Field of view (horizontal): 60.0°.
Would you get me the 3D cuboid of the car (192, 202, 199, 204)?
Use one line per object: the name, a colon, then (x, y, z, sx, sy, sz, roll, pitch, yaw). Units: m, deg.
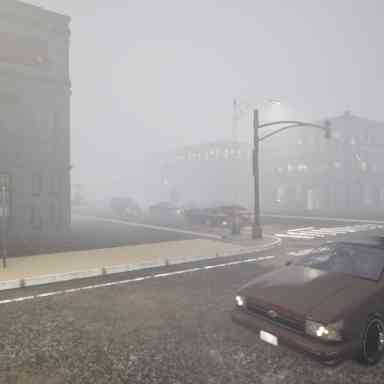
car: (2.557, 1.745, 32.780, 2.128, 1.511, 4.902, -1, 0, -35)

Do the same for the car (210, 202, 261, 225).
car: (3.314, 1.745, 26.293, 1.812, 1.442, 4.674, -1, 0, -35)

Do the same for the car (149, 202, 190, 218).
car: (-2.733, 1.830, 34.752, 2.128, 1.511, 4.902, -1, 0, -36)

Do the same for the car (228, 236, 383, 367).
car: (3.179, 1.546, 5.966, 5.357, 1.411, 2.033, 0, 0, -36)

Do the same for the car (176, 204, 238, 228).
car: (1.007, 1.814, 24.833, 1.947, 1.339, 4.313, -2, 0, -36)

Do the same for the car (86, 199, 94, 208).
car: (-19.256, 2.159, 63.395, 2.128, 1.511, 4.902, -1, 0, -36)

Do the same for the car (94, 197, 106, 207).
car: (-16.230, 1.939, 63.589, 2.192, 1.841, 5.009, -1, 0, -36)

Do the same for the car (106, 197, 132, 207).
car: (-8.778, 1.677, 43.245, 2.150, 2.045, 5.566, -1, 0, -35)

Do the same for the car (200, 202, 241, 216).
car: (3.076, 1.809, 36.564, 2.008, 1.369, 4.403, -2, 0, -36)

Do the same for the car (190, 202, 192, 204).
car: (-0.140, 1.903, 41.068, 1.802, 1.307, 4.206, -2, 0, -36)

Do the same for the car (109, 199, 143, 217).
car: (-6.962, 1.846, 36.196, 1.967, 1.590, 4.097, -1, 0, -36)

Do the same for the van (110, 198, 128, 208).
van: (-13.012, 1.906, 59.085, 1.690, 1.788, 3.998, -1, 0, -36)

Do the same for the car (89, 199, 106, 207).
car: (-19.441, 2.227, 68.094, 1.887, 1.381, 4.507, -1, 0, -36)

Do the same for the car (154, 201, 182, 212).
car: (-3.356, 1.965, 45.572, 1.802, 1.307, 4.206, -2, 0, -36)
